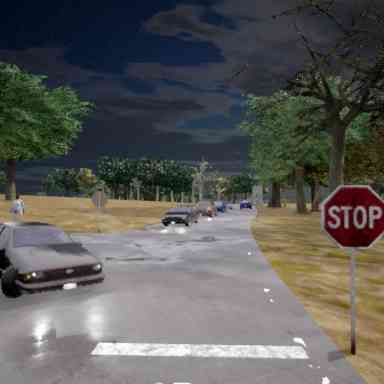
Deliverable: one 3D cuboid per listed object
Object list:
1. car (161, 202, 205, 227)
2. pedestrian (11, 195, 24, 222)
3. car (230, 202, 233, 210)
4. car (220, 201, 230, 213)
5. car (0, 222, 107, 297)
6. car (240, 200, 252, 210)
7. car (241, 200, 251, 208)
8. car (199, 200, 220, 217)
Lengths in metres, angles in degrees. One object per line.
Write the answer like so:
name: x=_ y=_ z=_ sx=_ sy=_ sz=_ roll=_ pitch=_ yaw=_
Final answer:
car: x=-0.703 y=1.730 z=24.999 sx=2.033 sy=1.411 sz=5.357 roll=0 pitch=-1 yaw=12
pedestrian: x=-9.704 y=1.052 z=18.419 sx=0.375 sy=1.860 sz=0.375 roll=0 pitch=-4 yaw=3
car: x=5.642 y=2.240 z=54.519 sx=1.895 sy=1.301 sz=4.718 roll=0 pitch=-1 yaw=11
car: x=3.371 y=1.940 z=43.707 sx=1.882 sy=1.535 sz=5.008 roll=0 pitch=-1 yaw=13
car: x=-4.353 y=1.541 z=8.972 sx=2.033 sy=1.411 sz=5.357 roll=3 pitch=-1 yaw=-43
car: x=9.006 y=2.130 z=55.426 sx=1.882 sy=1.535 sz=5.008 roll=0 pitch=-1 yaw=11
car: x=10.698 y=2.330 z=65.620 sx=1.882 sy=1.535 sz=5.008 roll=0 pitch=-1 yaw=8
car: x=1.325 y=1.677 z=34.678 sx=2.097 sy=1.767 sz=4.553 roll=0 pitch=-1 yaw=13
